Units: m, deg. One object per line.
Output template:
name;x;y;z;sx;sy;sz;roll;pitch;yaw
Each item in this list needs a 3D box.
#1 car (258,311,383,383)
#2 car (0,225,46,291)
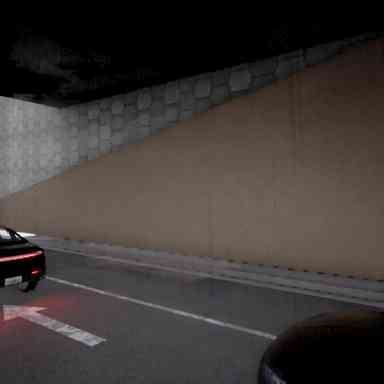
car;2.775;1.490;1.935;4.902;1.511;2.128;0;0;36
car;-5.402;1.491;7.805;4.902;1.511;2.128;0;0;35
